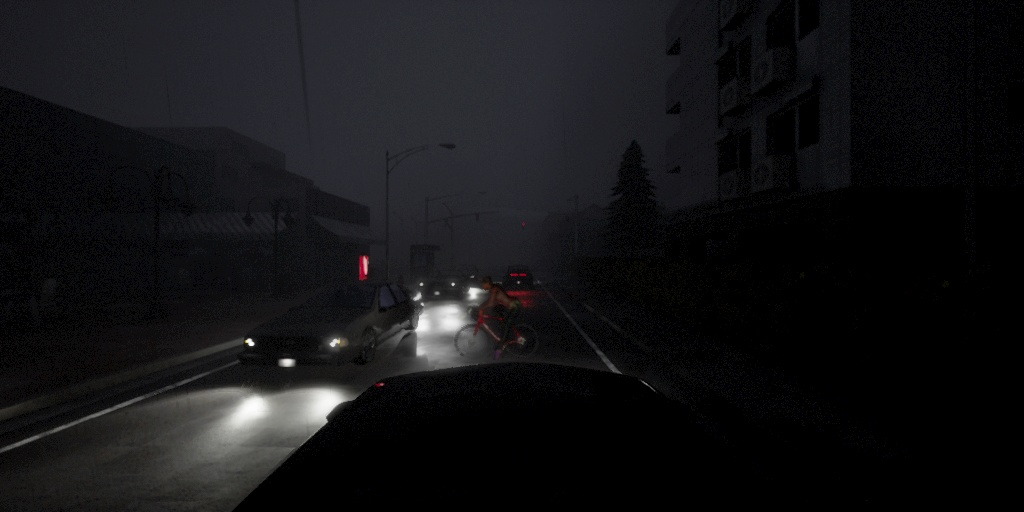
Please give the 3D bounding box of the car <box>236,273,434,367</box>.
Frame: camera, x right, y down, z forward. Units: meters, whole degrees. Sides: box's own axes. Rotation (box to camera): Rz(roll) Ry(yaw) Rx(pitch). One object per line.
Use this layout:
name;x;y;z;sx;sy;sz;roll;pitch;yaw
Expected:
car;-3.520;1.307;8.335;2.033;1.411;5.357;0;0;1

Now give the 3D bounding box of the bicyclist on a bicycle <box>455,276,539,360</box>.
bicyclist on a bicycle;-0.312;1.208;6.979;1.656;1.620;0.582;-2;0;1

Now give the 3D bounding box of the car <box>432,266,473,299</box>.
car;-3.357;1.376;18.393;1.895;1.301;4.718;0;0;1

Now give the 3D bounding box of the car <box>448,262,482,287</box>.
car;-3.169;1.311;25.025;1.812;1.442;4.674;0;0;1

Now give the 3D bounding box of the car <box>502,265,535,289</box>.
car;0.408;1.288;23.369;1.837;1.490;4.892;0;0;1
